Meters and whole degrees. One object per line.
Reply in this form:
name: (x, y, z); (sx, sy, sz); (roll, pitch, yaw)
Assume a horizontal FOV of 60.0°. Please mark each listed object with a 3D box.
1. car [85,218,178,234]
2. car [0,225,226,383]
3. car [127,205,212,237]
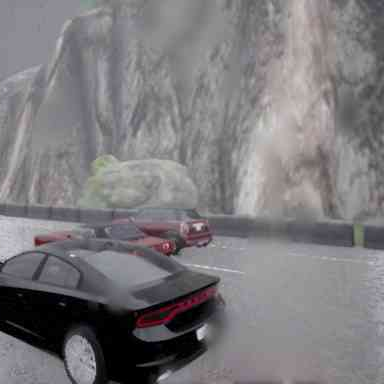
car: (-2.952, 1.620, 10.395); (4.718, 1.301, 1.895); (0, 0, 35)
car: (-1.881, 1.490, 5.332); (5.008, 1.535, 1.882); (0, 0, 35)
car: (-1.483, 1.371, 13.645); (4.553, 1.767, 2.097); (0, 0, 35)
